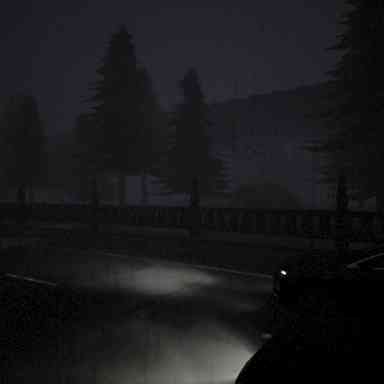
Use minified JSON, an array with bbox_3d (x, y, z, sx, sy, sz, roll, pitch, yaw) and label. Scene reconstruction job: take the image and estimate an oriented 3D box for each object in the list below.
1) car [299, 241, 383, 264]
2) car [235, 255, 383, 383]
[{"bbox_3d":[3.806,1.478,5.474,4.902,1.511,2.128,0,0,34],"label":"car"},{"bbox_3d":[2.877,1.539,1.899,5.357,1.411,2.033,0,0,35],"label":"car"}]
